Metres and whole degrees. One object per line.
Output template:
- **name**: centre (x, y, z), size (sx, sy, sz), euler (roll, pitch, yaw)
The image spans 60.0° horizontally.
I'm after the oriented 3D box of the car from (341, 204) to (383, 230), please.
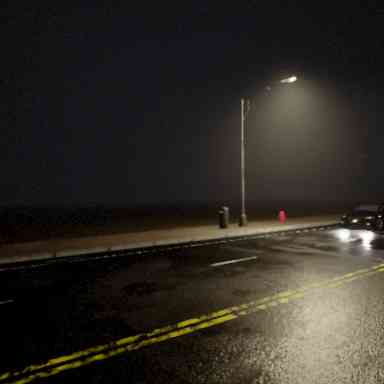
- **car**: centre (10.611, 1.398, 19.648), size (4.181, 1.385, 1.994), euler (-1, 0, -37)
